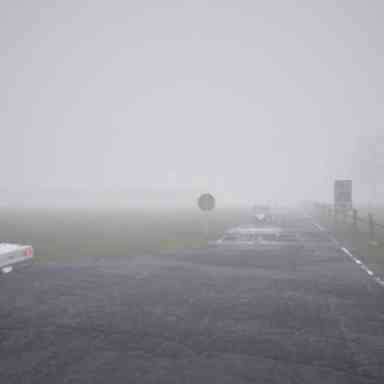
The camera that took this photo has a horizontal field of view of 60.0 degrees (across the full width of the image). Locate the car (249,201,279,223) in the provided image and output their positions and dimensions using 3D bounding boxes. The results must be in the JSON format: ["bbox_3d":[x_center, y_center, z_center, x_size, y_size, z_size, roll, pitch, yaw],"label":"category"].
[{"bbox_3d":[5.968,1.778,28.176,2.128,1.511,4.902,-1,-1,15],"label":"car"}]

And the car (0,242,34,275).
[{"bbox_3d":[-6.888,1.710,8.860,4.718,1.301,1.895,0,0,9],"label":"car"}]

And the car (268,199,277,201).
[{"bbox_3d":[12.724,1.917,52.646,2.128,1.511,4.902,-1,-1,15],"label":"car"}]
